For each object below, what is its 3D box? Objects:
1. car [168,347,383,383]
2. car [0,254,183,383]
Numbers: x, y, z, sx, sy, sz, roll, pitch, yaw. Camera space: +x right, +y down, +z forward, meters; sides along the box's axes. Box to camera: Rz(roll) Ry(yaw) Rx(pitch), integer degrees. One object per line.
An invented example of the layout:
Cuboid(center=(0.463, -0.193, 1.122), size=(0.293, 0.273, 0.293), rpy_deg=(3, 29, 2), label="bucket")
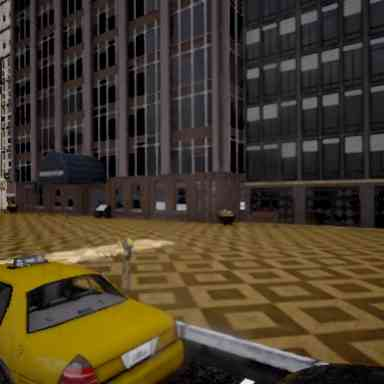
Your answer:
Cuboid(center=(2.263, 1.546, 1.266), size=(4.403, 1.369, 2.008), rpy_deg=(0, 0, 36), label="car")
Cuboid(center=(-2.385, 1.543, 4.582), size=(4.829, 1.417, 1.752), rpy_deg=(0, 0, 36), label="car")
